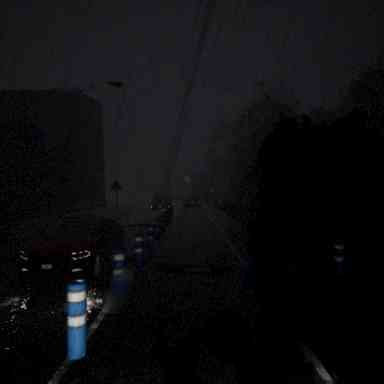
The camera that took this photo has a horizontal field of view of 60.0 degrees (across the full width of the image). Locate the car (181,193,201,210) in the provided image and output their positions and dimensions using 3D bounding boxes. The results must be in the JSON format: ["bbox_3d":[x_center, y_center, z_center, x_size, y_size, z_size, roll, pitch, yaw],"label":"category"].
[{"bbox_3d":[0.020,1.256,41.369,2.097,1.767,4.553,0,0,-1],"label":"car"}]

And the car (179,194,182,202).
[{"bbox_3d":[-0.405,1.321,50.864,1.994,1.385,4.181,-1,2,-6],"label":"car"}]

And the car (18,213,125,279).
[{"bbox_3d":[-3.351,1.449,10.163,1.882,1.535,5.008,0,0,0],"label":"car"}]

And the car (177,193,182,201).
[{"bbox_3d":[-1.621,0.966,59.911,1.882,1.535,5.008,-2,2,-16],"label":"car"}]

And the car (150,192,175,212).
[{"bbox_3d":[-3.380,1.136,37.888,2.150,2.045,5.566,0,0,0],"label":"car"}]
